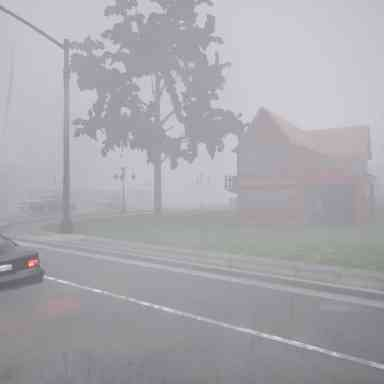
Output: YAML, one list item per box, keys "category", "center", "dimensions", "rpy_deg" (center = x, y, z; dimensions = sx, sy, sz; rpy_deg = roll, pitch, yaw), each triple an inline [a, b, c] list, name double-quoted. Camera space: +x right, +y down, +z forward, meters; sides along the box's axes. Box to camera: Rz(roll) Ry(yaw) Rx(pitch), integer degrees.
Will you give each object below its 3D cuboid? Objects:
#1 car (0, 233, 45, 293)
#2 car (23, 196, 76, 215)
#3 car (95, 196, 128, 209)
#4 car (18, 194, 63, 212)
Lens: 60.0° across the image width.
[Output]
- category: "car"
  center: [-5.736, 1.547, 8.025]
  dimensions: [5.357, 1.411, 2.033]
  rpy_deg: [0, 0, 36]
- category: "car"
  center: [-14.347, 1.504, 34.362]
  dimensions: [1.837, 1.490, 4.892]
  rpy_deg: [0, 0, 34]
- category: "car"
  center: [-11.085, 1.352, 45.854]
  dimensions: [2.097, 1.767, 4.553]
  rpy_deg: [0, 0, 34]
- category: "car"
  center: [-16.632, 1.222, 37.618]
  dimensions: [2.150, 2.045, 5.566]
  rpy_deg: [0, 0, 33]
